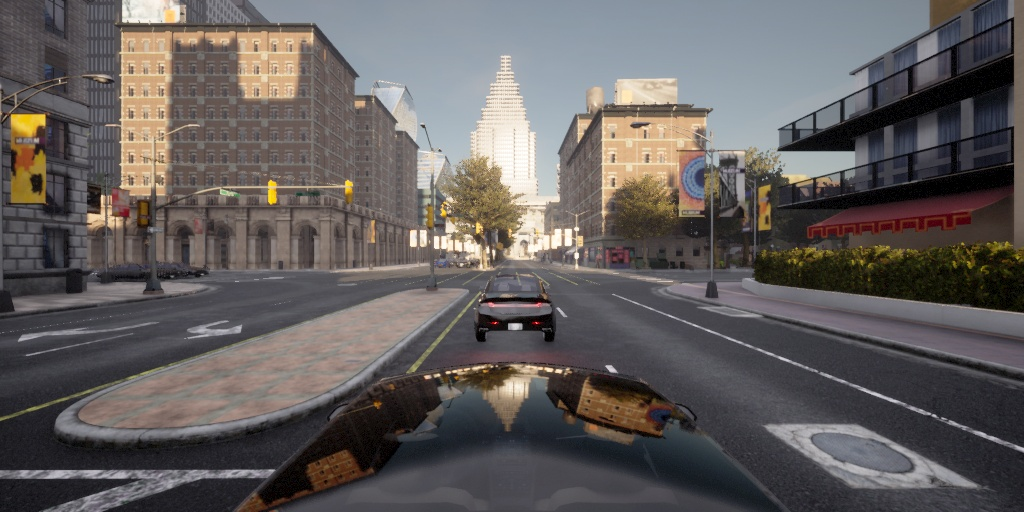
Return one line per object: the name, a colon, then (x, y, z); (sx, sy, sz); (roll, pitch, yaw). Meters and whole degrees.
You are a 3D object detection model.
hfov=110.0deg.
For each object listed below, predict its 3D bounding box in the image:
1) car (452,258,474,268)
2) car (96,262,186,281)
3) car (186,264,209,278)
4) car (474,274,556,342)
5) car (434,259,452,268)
car: (-8.045, 1.241, 59.624); (2.128, 1.511, 4.902); (0, 0, 0)
car: (-30.391, 1.297, 29.248); (5.357, 1.411, 2.033); (0, 0, 0)
car: (-30.966, 1.297, 32.745); (5.357, 1.411, 2.033); (0, 0, 0)
car: (0.081, 1.241, 9.806); (2.128, 1.511, 4.902); (0, 0, 0)
car: (-11.541, 1.227, 60.040); (1.882, 1.535, 5.008); (0, 0, 0)
